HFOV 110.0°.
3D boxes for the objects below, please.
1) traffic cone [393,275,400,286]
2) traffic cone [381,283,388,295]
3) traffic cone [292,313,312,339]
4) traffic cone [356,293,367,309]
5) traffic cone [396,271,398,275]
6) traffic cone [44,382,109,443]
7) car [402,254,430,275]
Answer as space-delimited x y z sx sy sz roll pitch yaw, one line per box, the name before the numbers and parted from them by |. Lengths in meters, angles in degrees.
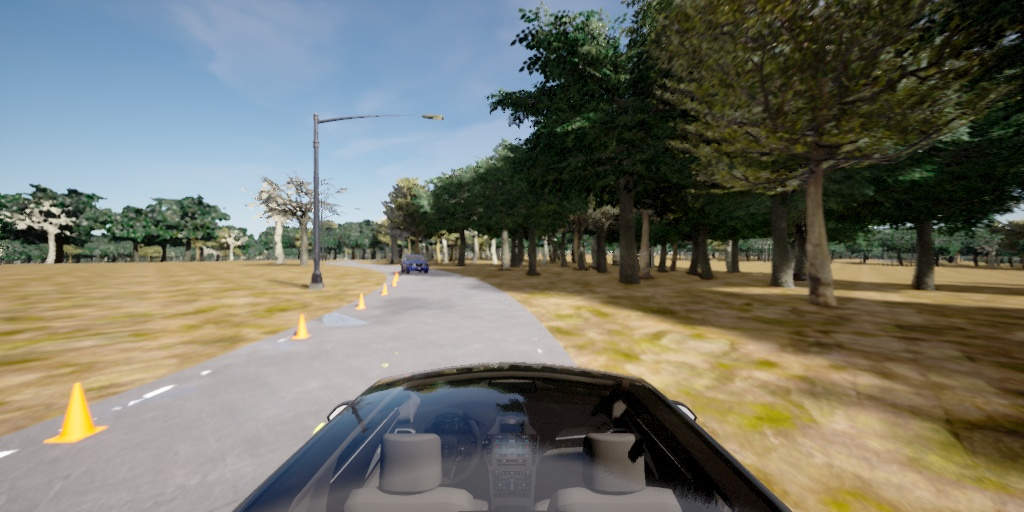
traffic cone | -7.619 1.666 23.271 0.340 0.580 0.340 0 0 -14
traffic cone | -6.568 1.687 18.527 0.340 0.580 0.340 0 0 -11
traffic cone | -5.213 1.720 8.907 0.340 0.580 0.340 0 0 -5
traffic cone | -5.764 1.705 13.735 0.340 0.580 0.340 0 0 -8
traffic cone | -8.916 1.641 27.953 0.340 0.580 0.340 0 0 -17
traffic cone | -4.912 1.730 4.057 0.340 0.580 0.340 0 0 -2
car | -10.170 0.841 37.543 2.150 2.045 5.566 0 0 -24
